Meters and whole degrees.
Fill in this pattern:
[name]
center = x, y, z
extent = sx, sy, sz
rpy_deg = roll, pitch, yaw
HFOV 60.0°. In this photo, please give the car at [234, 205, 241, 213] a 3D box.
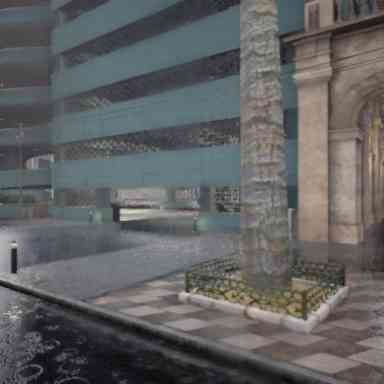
[car]
center = 5.442, 1.060, 21.867
extent = 5.566, 2.045, 2.435
rpy_deg = 0, 0, 35
